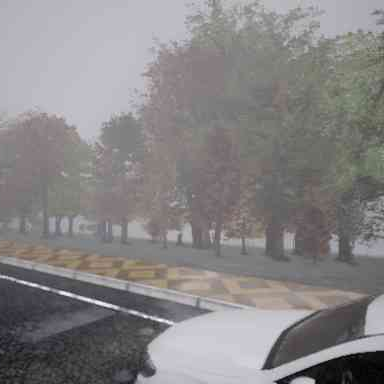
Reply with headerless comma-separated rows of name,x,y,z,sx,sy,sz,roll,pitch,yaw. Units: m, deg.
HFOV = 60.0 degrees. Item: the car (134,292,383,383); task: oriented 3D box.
car,1.641,1.524,2.394,4.674,1.442,1.812,-1,0,35
